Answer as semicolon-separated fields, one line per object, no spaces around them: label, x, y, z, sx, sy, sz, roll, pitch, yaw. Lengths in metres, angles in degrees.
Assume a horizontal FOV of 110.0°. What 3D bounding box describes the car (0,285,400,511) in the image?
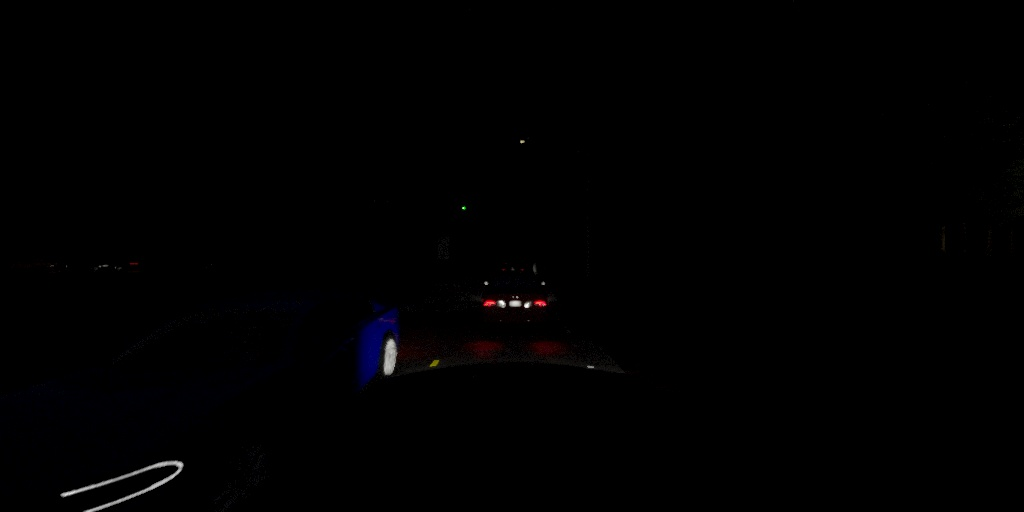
car;-2.849;1.184;4.187;1.882;1.535;5.008;0;1;0

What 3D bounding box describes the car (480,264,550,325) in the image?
car;0.083;1.137;10.999;2.033;1.411;5.357;0;1;0

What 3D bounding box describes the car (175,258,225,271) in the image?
car;-36.155;0.999;41.561;4.892;1.490;1.837;0;-1;0

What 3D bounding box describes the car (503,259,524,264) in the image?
car;0.124;0.893;25.860;2.033;1.411;5.357;0;1;1

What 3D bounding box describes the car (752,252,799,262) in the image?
car;33.135;0.126;45.196;4.718;1.301;1.895;-1;-1;0
